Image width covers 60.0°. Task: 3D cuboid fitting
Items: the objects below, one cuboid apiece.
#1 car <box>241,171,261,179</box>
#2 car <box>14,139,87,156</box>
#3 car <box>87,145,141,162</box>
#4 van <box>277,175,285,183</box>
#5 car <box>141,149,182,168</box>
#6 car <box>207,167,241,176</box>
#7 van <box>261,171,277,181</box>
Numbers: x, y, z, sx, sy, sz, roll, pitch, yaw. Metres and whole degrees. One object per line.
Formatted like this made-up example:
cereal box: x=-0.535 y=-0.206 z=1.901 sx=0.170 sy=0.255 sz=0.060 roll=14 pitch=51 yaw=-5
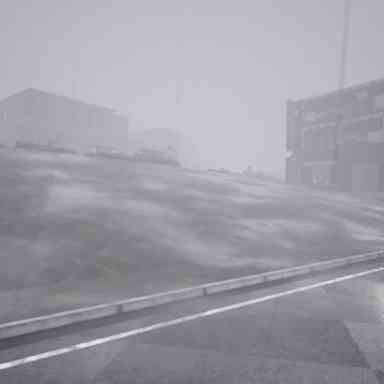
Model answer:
car: x=7.342 y=-2.182 z=46.999 sx=2.002 sy=1.452 sz=4.674 roll=1 pitch=-2 yaw=40
car: x=-11.409 y=-3.328 z=26.478 sx=4.892 sy=1.521 sz=2.231 roll=2 pitch=-1 yaw=-44
car: x=-7.439 y=-3.274 z=30.480 sx=2.185 sy=1.767 sz=4.553 roll=0 pitch=-2 yaw=45
van: x=14.323 y=-1.850 z=55.766 sx=1.878 sy=1.987 sz=4.442 roll=1 pitch=-3 yaw=38
car: x=-3.560 y=-3.198 z=34.534 sx=2.435 sy=2.045 sz=5.566 roll=1 pitch=-2 yaw=44
car: x=3.777 y=-2.446 z=42.763 sx=2.002 sy=1.452 sz=4.674 roll=1 pitch=-2 yaw=41
van: x=10.935 y=-2.156 z=51.395 sx=1.878 sy=1.987 sz=4.442 roll=1 pitch=-2 yaw=39
